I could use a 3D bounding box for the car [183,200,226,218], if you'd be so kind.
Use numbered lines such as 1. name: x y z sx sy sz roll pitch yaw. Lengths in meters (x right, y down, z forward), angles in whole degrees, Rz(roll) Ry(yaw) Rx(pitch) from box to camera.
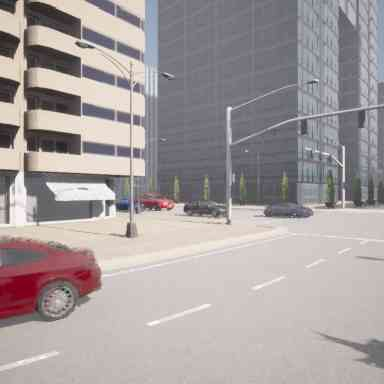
1. car: 1.373 1.547 30.944 4.902 1.511 2.128 0 0 41

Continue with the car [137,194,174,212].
1. car: -4.680 1.276 40.719 5.566 2.045 2.150 0 0 41

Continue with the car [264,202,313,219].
1. car: 8.503 1.612 29.454 4.181 1.385 1.994 -1 0 40

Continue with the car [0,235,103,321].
1. car: -3.887 1.526 5.677 4.674 1.442 1.812 0 0 -39

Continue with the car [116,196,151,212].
1. car: -7.449 1.533 38.482 5.008 1.535 1.882 0 0 41
